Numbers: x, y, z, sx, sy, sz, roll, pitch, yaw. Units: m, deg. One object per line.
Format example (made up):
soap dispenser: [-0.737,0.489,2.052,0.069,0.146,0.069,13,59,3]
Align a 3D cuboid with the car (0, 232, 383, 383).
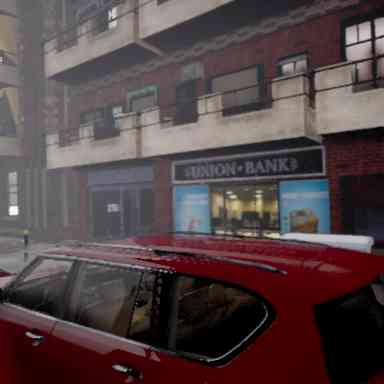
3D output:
car: [-0.598,1.344,3.324,5.009,1.841,2.192,-1,-2,36]
